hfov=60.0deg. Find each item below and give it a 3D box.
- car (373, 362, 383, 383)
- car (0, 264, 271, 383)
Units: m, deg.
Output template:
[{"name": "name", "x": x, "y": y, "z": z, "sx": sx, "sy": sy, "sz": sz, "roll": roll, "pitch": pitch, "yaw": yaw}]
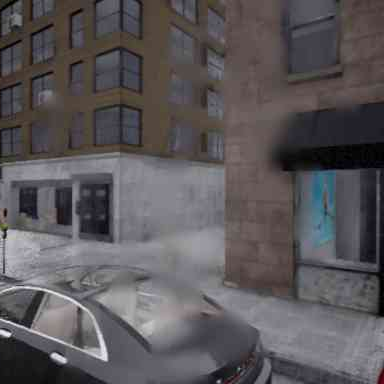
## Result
[{"name": "car", "x": 3.086, "y": 1.323, "z": 0.690, "sx": 5.009, "sy": 1.841, "sz": 2.192, "roll": 0, "pitch": 0, "yaw": 35}, {"name": "car", "x": -1.319, "y": 1.540, "z": 3.826, "sx": 4.403, "sy": 1.369, "sz": 2.008, "roll": 0, "pitch": 0, "yaw": 35}]
